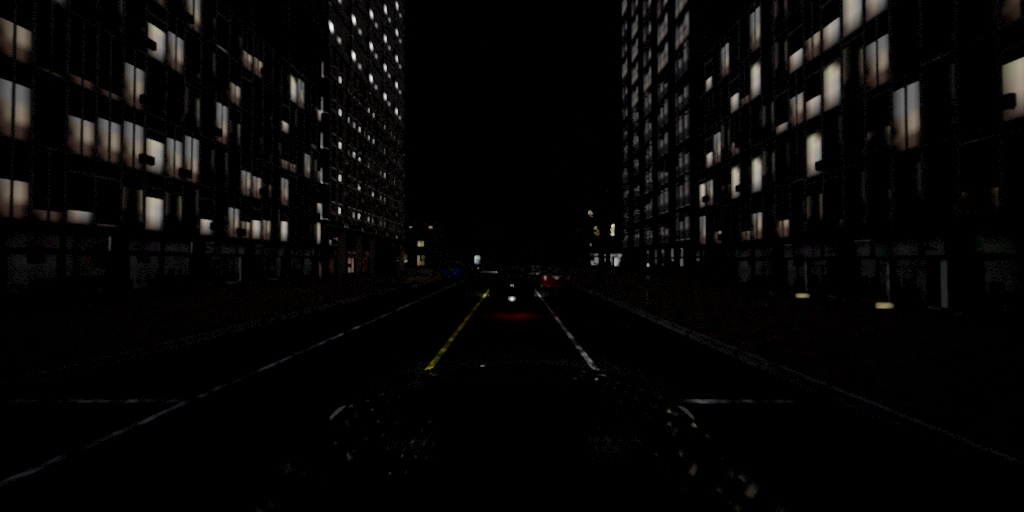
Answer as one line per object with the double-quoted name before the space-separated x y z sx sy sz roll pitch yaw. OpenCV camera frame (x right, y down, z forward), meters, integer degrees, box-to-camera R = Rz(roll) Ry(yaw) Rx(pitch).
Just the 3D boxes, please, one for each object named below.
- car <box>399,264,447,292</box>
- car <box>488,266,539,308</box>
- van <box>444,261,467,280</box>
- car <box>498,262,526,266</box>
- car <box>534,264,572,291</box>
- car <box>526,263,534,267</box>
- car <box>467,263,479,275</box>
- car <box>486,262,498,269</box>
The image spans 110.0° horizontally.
"car" -5.686 1.475 23.291 1.751 1.417 4.829 0 0 0
"car" 0.007 1.390 16.137 1.837 1.490 4.892 0 0 0
"van" -5.684 1.393 34.845 1.690 1.789 3.998 0 0 0
"car" 0.012 1.498 31.331 1.882 1.535 5.008 0 0 0
"car" 2.695 1.389 23.444 1.967 1.591 4.097 0 0 0
"car" 2.698 1.654 40.519 2.007 1.370 4.403 0 0 0
"car" -5.682 1.595 46.229 1.967 1.591 4.097 0 0 0
"car" -2.990 1.840 61.593 2.033 1.411 5.357 0 -1 0
